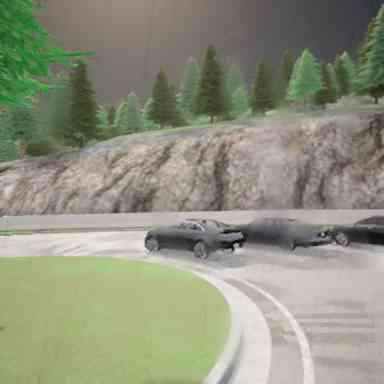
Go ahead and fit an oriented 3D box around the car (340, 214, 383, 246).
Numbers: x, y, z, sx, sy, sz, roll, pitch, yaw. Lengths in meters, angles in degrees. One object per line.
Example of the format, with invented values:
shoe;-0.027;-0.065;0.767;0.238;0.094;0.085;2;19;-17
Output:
car;8.459;1.744;14.639;1.837;1.490;4.892;1;-3;-26

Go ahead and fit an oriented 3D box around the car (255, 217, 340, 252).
car;3.802;1.921;15.837;2.033;1.411;5.357;0;-2;-43

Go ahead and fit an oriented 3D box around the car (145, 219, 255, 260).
car;-0.072;1.908;14.341;4.902;1.511;2.128;-3;-3;43
